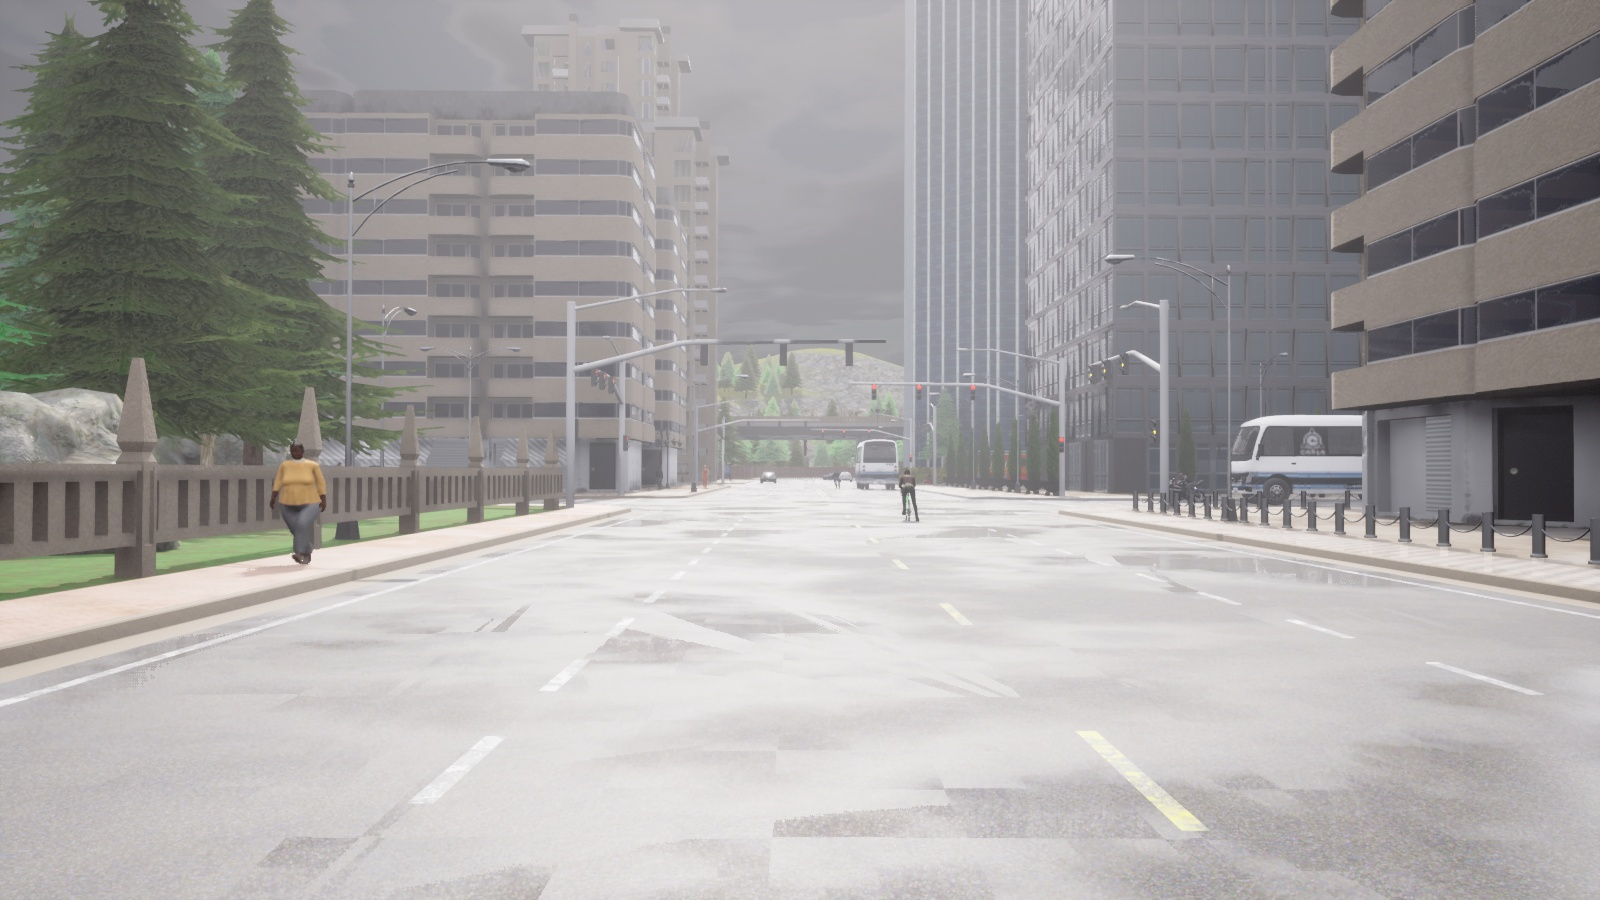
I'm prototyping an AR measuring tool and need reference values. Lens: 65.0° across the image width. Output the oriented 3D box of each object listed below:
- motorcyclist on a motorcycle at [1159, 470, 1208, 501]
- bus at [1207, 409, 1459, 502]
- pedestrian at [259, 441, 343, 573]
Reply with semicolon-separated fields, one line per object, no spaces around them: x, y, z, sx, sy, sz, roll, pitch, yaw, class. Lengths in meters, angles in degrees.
19.262;1.773;63.053;2.191;1.530;0.866;0;-1;0;motorcyclist on a motorcycle
25.076;0.280;59.561;10.273;4.253;3.944;0;-1;0;bus
-7.220;0.807;18.194;0.874;1.855;0.900;0;-1;-2;pedestrian
